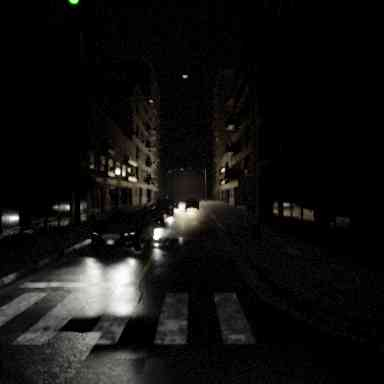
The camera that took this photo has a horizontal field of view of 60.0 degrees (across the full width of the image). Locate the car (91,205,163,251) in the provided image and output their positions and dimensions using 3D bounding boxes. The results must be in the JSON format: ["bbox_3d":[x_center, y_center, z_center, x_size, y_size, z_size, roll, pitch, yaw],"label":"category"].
[{"bbox_3d":[-2.781,1.522,14.290,2.128,1.511,4.902,0,0,3],"label":"car"}]

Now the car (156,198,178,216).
[{"bbox_3d":[-2.826,1.422,33.181,2.097,1.767,4.553,0,0,0],"label":"car"}]

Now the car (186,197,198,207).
[{"bbox_3d":[0.026,1.620,53.350,1.837,1.490,4.892,0,0,0],"label":"car"}]

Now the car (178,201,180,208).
[{"bbox_3d":[-2.748,1.607,46.587,1.837,1.490,4.892,0,-1,1],"label":"car"}]

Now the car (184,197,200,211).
[{"bbox_3d":[0.021,1.596,42.931,1.837,1.490,4.892,0,0,0],"label":"car"}]

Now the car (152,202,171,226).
[{"bbox_3d":[-2.827,1.614,23.451,1.994,1.385,4.181,0,0,0],"label":"car"}]
